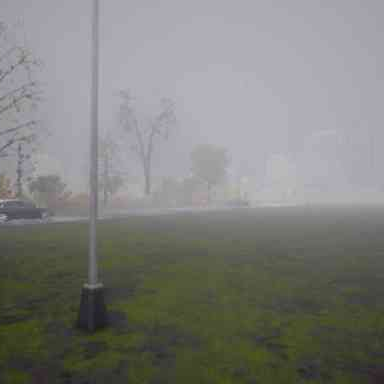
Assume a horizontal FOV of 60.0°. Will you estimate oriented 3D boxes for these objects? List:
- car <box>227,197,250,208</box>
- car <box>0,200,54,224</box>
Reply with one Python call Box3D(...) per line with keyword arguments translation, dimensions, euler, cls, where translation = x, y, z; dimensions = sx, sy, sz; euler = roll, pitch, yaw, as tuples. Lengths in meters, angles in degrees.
Box3D(translation=(6.972, 1.506, 49.227), dimensions=(2.128, 1.511, 4.902), euler=(2, 1, 36), cls="car")
Box3D(translation=(-11.906, 1.293, 22.812), dimensions=(1.837, 1.490, 4.892), euler=(0, 0, 35), cls="car")
